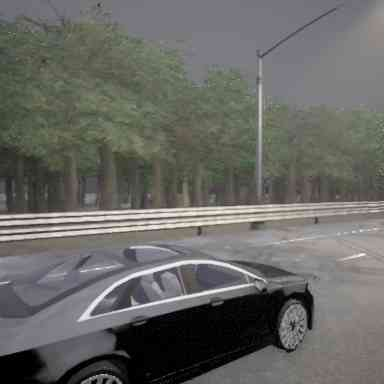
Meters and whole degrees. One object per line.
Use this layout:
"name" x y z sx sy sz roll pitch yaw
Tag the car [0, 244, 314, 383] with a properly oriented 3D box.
"car" -0.298 1.468 4.405 4.902 1.511 2.128 0 0 -38
